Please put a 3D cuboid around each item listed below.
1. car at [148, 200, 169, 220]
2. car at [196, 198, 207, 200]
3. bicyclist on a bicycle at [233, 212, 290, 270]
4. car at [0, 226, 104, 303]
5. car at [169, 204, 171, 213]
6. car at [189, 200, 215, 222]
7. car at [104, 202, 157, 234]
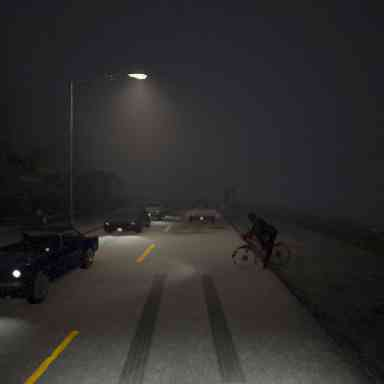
[{"bbox_3d":[-3.292,1.505,27.681,1.812,1.442,4.674,0,0,2],"label":"car"},{"bbox_3d":[1.365,1.512,47.837,2.033,1.411,5.357,0,0,0],"label":"car"},{"bbox_3d":[1.945,1.380,9.533,1.656,1.620,0.582,-6,0,2],"label":"bicyclist on a bicycle"},{"bbox_3d":[-3.914,1.594,8.323,1.895,1.301,4.718,0,0,2],"label":"car"},{"bbox_3d":[-3.189,1.522,33.430,2.033,1.411,5.357,0,0,2],"label":"car"},{"bbox_3d":[0.764,1.581,26.006,1.895,1.301,4.718,0,0,2],"label":"car"},{"bbox_3d":[-3.609,1.533,19.557,2.033,1.411,5.357,0,0,1],"label":"car"}]
